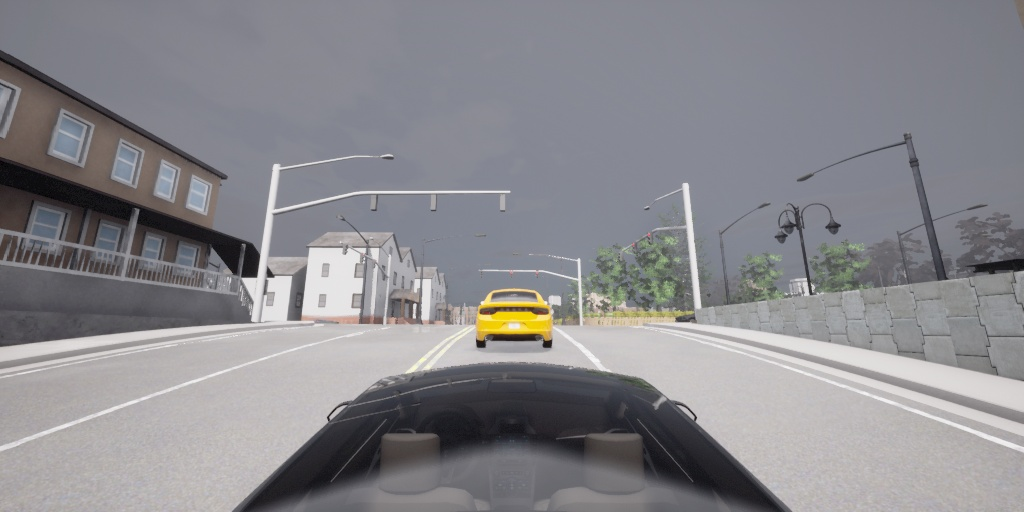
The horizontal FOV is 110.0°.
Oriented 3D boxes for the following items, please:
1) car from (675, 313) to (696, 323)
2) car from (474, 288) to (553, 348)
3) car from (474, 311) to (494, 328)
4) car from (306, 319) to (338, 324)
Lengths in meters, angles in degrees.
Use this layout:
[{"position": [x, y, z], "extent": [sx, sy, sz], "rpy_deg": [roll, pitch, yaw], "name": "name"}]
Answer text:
[{"position": [16.462, 5.260, 30.405], "extent": [5.008, 1.535, 1.882], "rpy_deg": [0, -12, 1], "name": "car"}, {"position": [0.062, 1.723, 10.544], "extent": [1.882, 1.535, 5.008], "rpy_deg": [0, -7, 0], "name": "car"}, {"position": [-3.656, 8.486, 47.392], "extent": [2.150, 2.045, 5.566], "rpy_deg": [0, -12, 0], "name": "car"}, {"position": [-17.093, 6.128, 30.621], "extent": [4.181, 1.385, 1.994], "rpy_deg": [-8, -11, -1], "name": "car"}]
